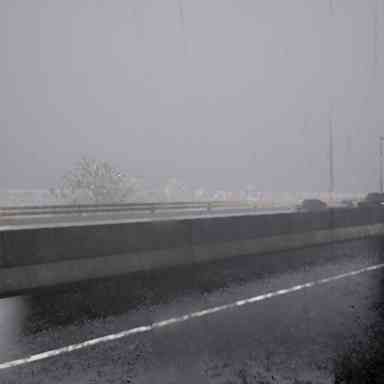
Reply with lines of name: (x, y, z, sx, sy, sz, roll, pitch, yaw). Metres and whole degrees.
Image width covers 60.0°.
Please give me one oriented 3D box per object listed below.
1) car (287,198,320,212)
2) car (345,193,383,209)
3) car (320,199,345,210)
car: (11.550, 1.370, 33.122, 4.674, 1.442, 1.812, 0, 0, -34)
car: (15.312, 1.069, 27.220, 5.566, 2.045, 2.150, 0, 0, -34)
car: (14.691, 1.386, 31.028, 5.357, 1.411, 2.033, 0, 0, -34)
